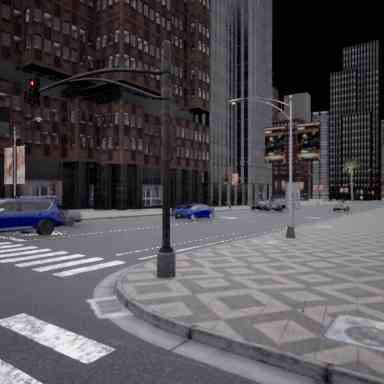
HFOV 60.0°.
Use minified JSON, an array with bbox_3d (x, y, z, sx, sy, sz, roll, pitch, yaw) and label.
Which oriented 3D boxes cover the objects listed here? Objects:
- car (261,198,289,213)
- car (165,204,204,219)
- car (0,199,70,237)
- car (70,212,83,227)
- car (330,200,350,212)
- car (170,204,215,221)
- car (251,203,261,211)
[{"bbox_3d":[12.625,1.940,48.787,2.150,2.045,5.566,0,-1,36],"label":"car"},{"bbox_3d":[-0.728,2.002,35.638,1.994,1.385,4.181,0,-1,35],"label":"car"},{"bbox_3d":[-9.626,1.373,17.397,2.150,2.045,5.566,0,-1,35],"label":"car"},{"bbox_3d":[-10.033,1.752,22.483,2.033,1.411,5.357,0,-1,36],"label":"car"},{"bbox_3d":[24.184,2.430,53.688,2.033,1.411,5.357,0,-1,34],"label":"car"},{"bbox_3d":[0.292,1.879,31.449,1.882,1.535,5.008,0,-1,35],"label":"car"},{"bbox_3d":[10.962,2.349,52.045,1.895,1.301,4.718,0,-1,35],"label":"car"}]
